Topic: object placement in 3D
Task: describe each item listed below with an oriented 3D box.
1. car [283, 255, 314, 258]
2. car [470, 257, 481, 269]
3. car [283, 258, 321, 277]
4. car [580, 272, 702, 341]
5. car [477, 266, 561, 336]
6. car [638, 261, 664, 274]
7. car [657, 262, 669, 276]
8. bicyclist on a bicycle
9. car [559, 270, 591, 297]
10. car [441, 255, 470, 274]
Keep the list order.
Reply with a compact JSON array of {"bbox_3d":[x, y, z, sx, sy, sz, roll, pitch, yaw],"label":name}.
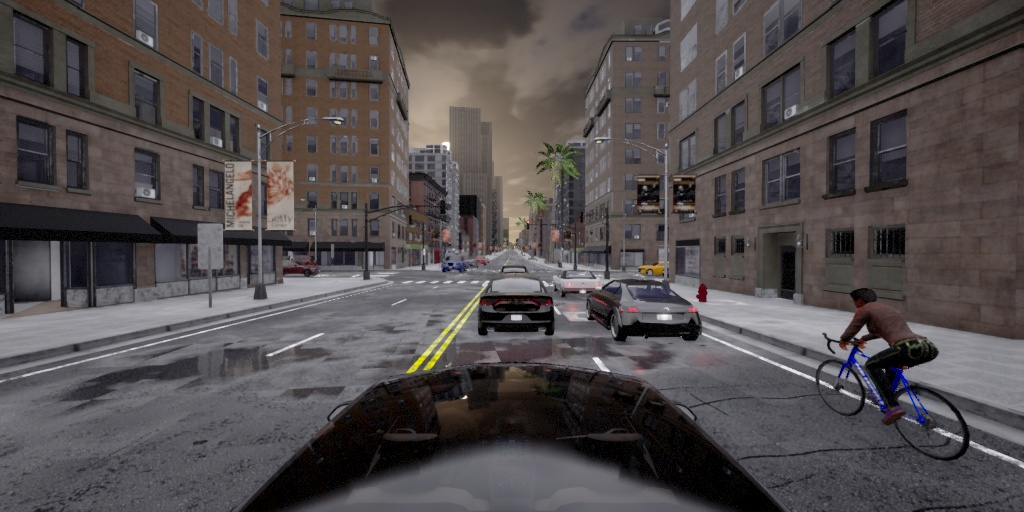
[{"bbox_3d":[-23.867,0.830,38.796,5.009,1.841,2.192,0,0,-9],"label":"car"},{"bbox_3d":[-6.546,1.299,57.753,1.994,1.385,4.181,0,0,0],"label":"car"},{"bbox_3d":[-20.429,1.143,33.470,4.674,1.442,1.812,0,1,-9],"label":"car"},{"bbox_3d":[3.344,1.312,9.875,1.994,1.385,4.181,0,0,0],"label":"car"},{"bbox_3d":[0.106,1.225,10.480,1.882,1.535,5.008,0,0,0],"label":"car"},{"bbox_3d":[16.351,1.335,39.216,5.008,1.535,1.882,0,1,0],"label":"car"},{"bbox_3d":[16.232,1.508,33.272,4.313,1.339,1.948,0,0,0],"label":"car"},{"bbox_3d":[4.147,1.202,4.070,0.582,1.620,1.656,0,0,0],"label":"bicyclist on a bicycle"},{"bbox_3d":[3.263,1.346,18.689,1.895,1.301,4.718,0,0,0],"label":"car"},{"bbox_3d":[-6.562,0.876,41.074,2.150,2.045,5.566,0,0,0],"label":"car"}]
